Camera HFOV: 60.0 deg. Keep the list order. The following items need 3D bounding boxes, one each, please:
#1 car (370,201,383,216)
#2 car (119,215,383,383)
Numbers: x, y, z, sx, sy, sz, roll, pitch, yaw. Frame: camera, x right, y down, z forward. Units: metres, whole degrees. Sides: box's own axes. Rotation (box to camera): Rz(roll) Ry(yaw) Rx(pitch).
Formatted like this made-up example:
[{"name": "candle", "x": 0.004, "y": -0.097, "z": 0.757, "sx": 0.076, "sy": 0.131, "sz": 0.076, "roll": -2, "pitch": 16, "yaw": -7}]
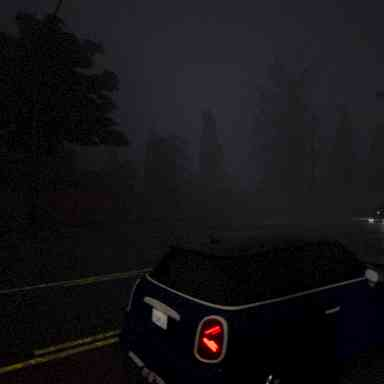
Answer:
[{"name": "car", "x": 17.754, "y": 1.512, "z": 29.563, "sx": 4.892, "sy": 1.490, "sz": 1.837, "roll": 0, "pitch": 0, "yaw": -36}, {"name": "car", "x": 1.388, "y": 1.353, "z": 4.735, "sx": 4.553, "sy": 1.767, "sz": 2.097, "roll": 0, "pitch": 0, "yaw": -35}]
